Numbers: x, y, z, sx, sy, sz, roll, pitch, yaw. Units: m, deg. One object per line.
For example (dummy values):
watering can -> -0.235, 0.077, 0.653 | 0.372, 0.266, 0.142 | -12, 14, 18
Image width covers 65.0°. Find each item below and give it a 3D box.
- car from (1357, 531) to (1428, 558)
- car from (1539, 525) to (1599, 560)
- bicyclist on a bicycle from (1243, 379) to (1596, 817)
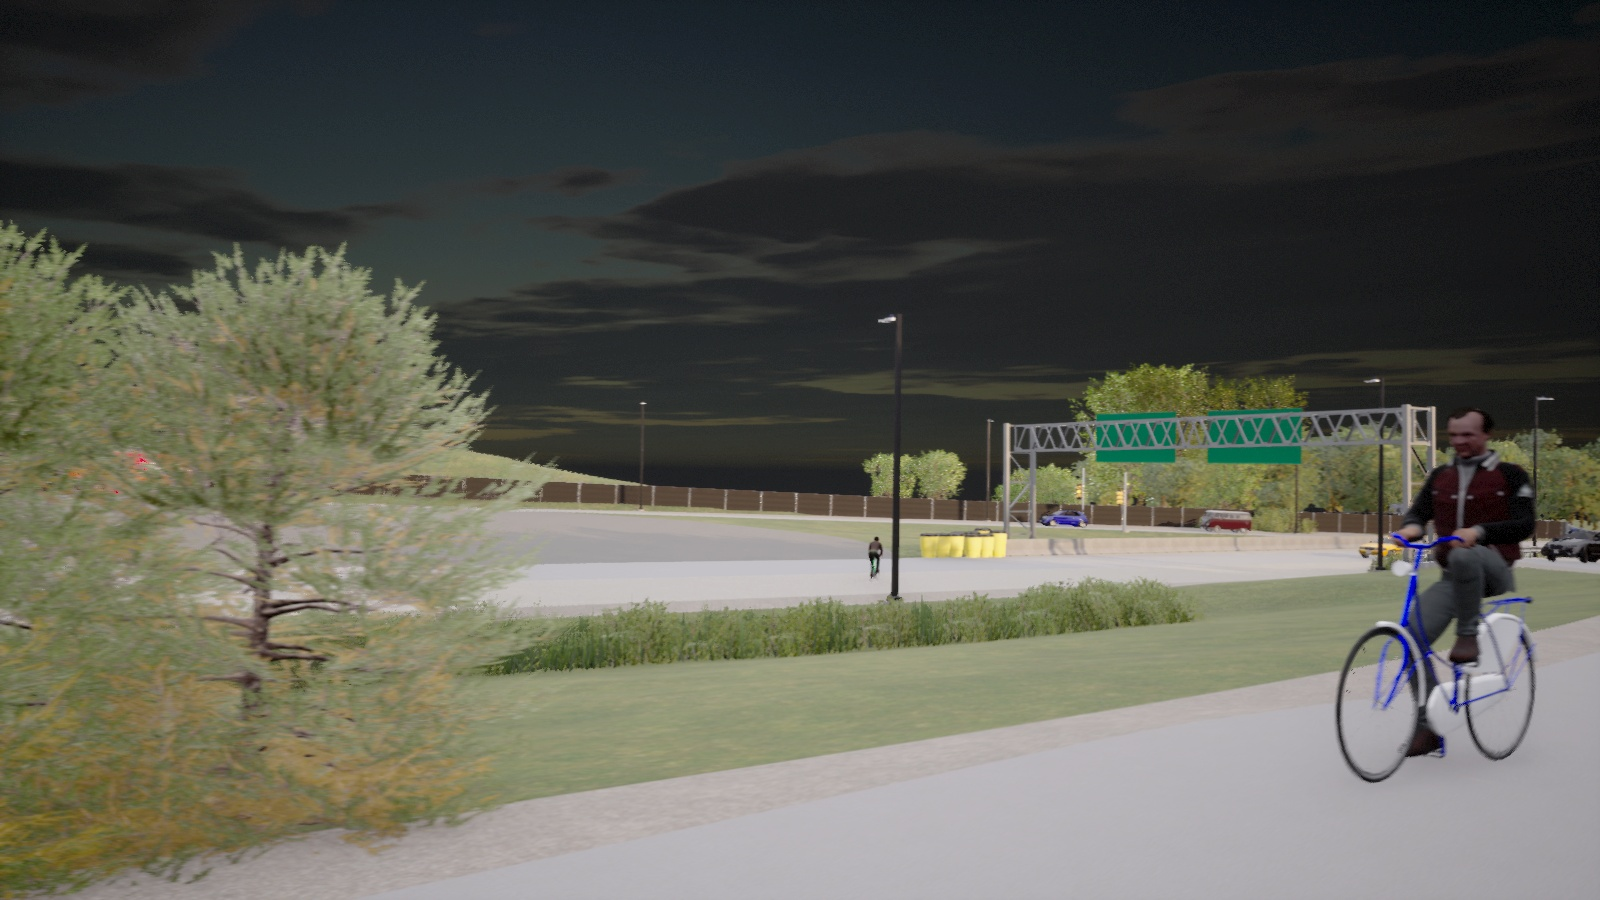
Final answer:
car -> 37.386, 5.918, 79.143 | 5.366, 1.575, 1.801 | 3, -2, -38
car -> 35.675, 4.221, 56.791 | 4.193, 1.474, 1.816 | 3, -3, -24
bicyclist on a bicycle -> 2.956, 0.645, 5.909 | 1.843, 1.776, 0.659 | 4, -2, -36
